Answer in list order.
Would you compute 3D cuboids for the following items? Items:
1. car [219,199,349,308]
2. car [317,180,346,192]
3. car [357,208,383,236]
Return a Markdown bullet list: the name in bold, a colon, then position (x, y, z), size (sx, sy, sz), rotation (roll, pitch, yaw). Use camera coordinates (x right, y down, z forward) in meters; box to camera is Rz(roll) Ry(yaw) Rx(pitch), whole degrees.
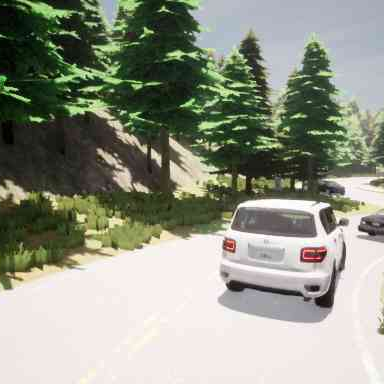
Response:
- **car**: position (2.550, 1.197, 8.351), size (2.150, 2.045, 5.566), rotation (3, 2, 27)
- **car**: position (16.068, -0.564, 38.900), size (1.882, 1.535, 5.008), rotation (-1, 5, -2)
- **car**: position (10.129, 1.408, 15.798), size (5.357, 1.411, 2.033), rotation (-1, 5, -32)
